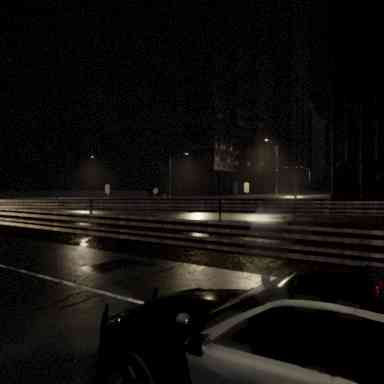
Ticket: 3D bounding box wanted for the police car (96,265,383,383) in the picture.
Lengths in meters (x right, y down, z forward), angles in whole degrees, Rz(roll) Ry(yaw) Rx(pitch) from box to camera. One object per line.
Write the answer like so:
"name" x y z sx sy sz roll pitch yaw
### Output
"police car" 1.168 1.505 3.036 4.974 1.542 2.038 0 0 35
